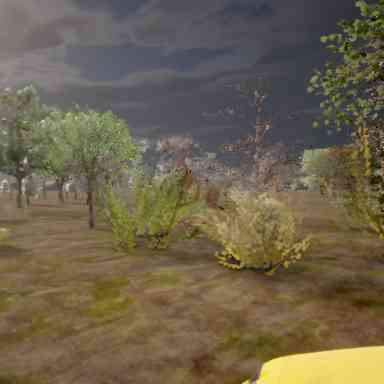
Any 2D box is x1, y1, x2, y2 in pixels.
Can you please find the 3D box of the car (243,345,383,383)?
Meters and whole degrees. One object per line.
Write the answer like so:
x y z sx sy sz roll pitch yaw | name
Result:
2.899 1.455 1.872 5.366 1.575 1.801 0 0 9 | car
